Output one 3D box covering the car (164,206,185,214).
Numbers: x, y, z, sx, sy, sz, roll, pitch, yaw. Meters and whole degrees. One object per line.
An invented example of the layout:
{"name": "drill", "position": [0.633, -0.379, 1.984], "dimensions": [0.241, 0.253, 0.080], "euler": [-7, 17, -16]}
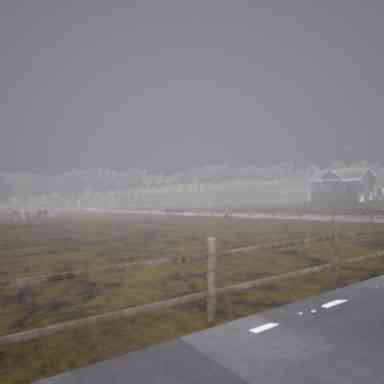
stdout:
{"name": "car", "position": [-3.211, 3.313, 60.933], "dimensions": [1.895, 1.301, 4.718], "euler": [-3, 0, -36]}
